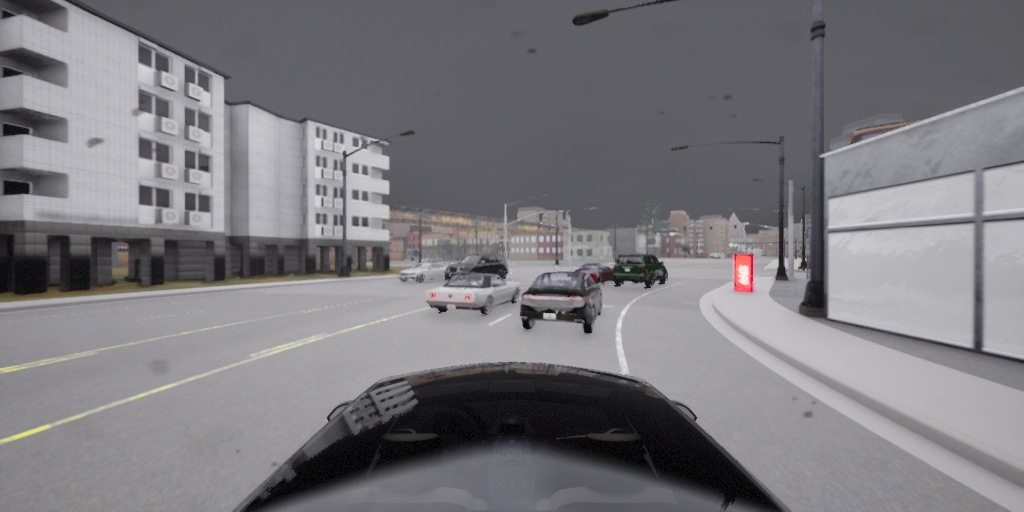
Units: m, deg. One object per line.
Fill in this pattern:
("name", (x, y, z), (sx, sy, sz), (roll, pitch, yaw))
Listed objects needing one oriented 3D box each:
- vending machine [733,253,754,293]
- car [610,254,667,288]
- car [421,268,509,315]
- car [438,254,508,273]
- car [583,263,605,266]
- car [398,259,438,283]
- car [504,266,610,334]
("vending machine", (11.743, 0.880, 18.150), (1.100, 2.100, 0.880), (0, 0, 36))
("car", (8.315, 0.888, 23.102), (2.150, 2.045, 5.566), (0, 0, 36))
("car", (-1.157, 1.304, 13.383), (1.895, 1.301, 4.718), (0, 0, 20))
("car", (-2.463, 0.873, 26.327), (2.150, 2.045, 5.566), (0, 0, 35))
("car", (5.973, 1.219, 25.730), (1.994, 1.385, 4.181), (0, 0, 36))
("car", (-6.288, 1.176, 26.765), (1.812, 1.442, 4.674), (0, 0, 32))
("car", (1.630, 1.203, 10.706), (2.128, 1.511, 4.902), (0, 0, 18))
